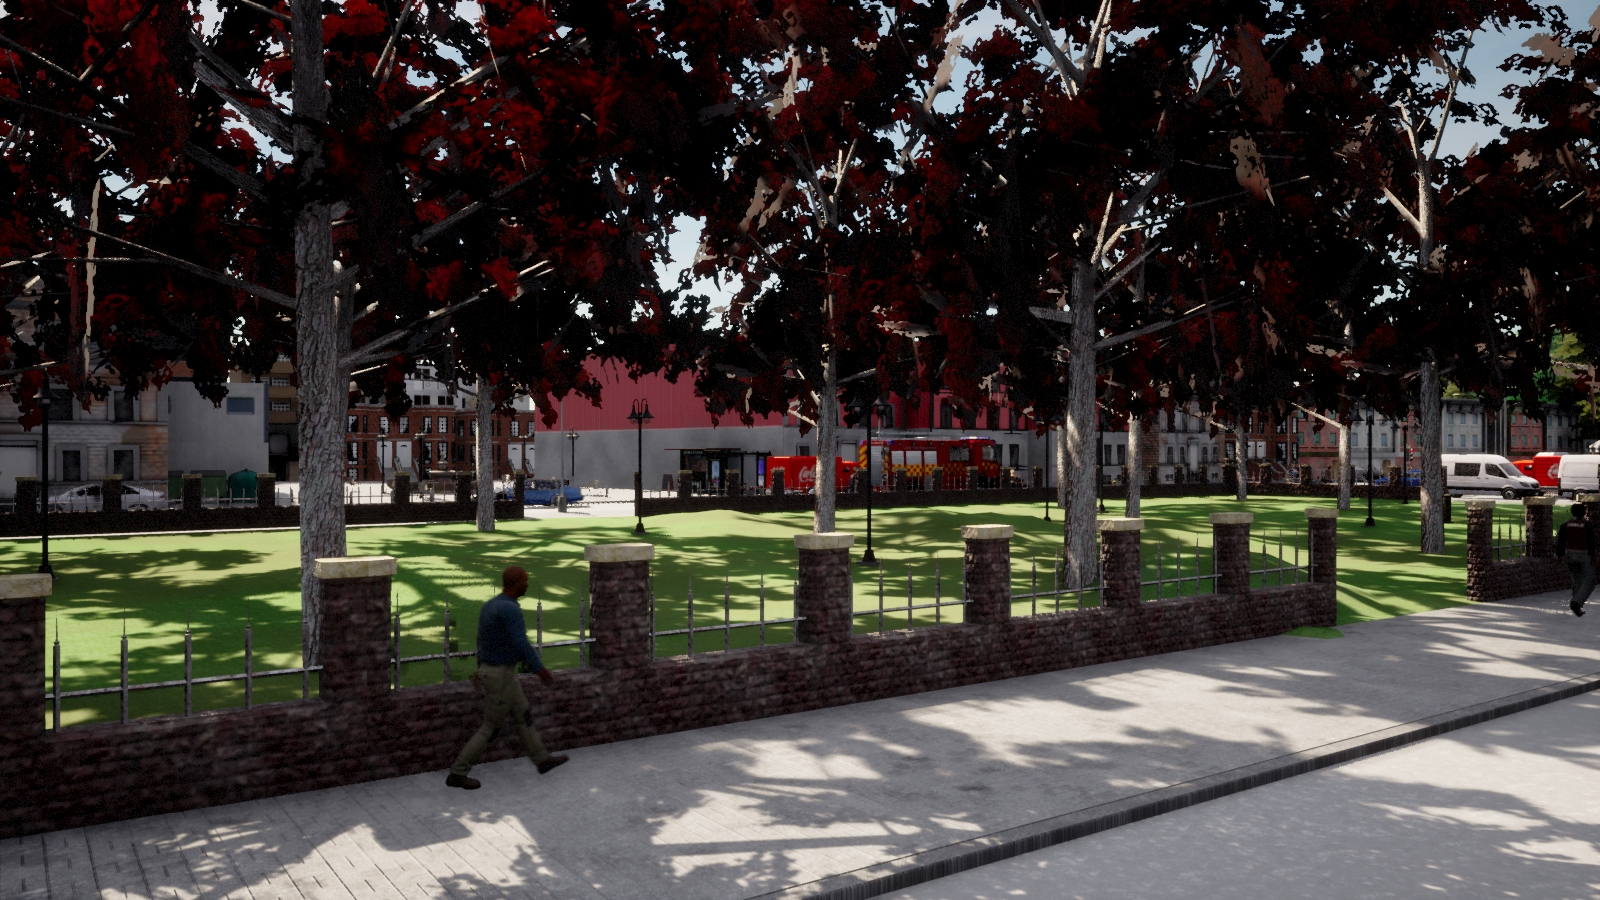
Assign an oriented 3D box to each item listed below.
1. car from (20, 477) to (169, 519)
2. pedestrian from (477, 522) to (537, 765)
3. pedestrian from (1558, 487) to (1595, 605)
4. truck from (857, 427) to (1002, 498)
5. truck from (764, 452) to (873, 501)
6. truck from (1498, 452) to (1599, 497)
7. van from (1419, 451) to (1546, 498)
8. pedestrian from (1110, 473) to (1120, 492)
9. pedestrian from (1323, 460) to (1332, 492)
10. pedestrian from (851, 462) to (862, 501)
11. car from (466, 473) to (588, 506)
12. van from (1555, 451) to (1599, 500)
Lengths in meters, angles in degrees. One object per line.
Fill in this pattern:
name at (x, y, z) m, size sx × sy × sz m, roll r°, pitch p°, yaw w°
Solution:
car at (-27.806, 1.841, 45.090) m, size 4.892 × 1.480 × 2.231 m, roll 0°, pitch 0°, yaw -36°
pedestrian at (-2.352, 1.525, 9.163) m, size 0.375 × 1.860 × 0.375 m, roll 0°, pitch 0°, yaw -29°
pedestrian at (12.448, 1.525, 18.317) m, size 0.375 × 1.860 × 0.375 m, roll 0°, pitch 0°, yaw -34°
truck at (7.473, 0.671, 65.186) m, size 8.468 × 3.827 × 2.891 m, roll 0°, pitch 0°, yaw -35°
truck at (0.982, 1.348, 60.339) m, size 5.204 × 2.467 × 2.627 m, roll 0°, pitch 0°, yaw -35°
truck at (43.313, 1.346, 65.355) m, size 2.627 × 2.467 × 5.204 m, roll 0°, pitch 0°, yaw -35°
van at (38.735, 1.314, 65.046) m, size 1.988 × 2.561 × 5.915 m, roll 0°, pitch 0°, yaw -34°
pedestrian at (18.518, 1.906, 67.172) m, size 0.500 × 1.100 × 0.500 m, roll 0°, pitch 0°, yaw 25°
pedestrian at (30.860, 1.523, 66.849) m, size 0.375 × 1.860 × 0.375 m, roll 0°, pitch 0°, yaw -33°
pedestrian at (2.737, 1.524, 55.697) m, size 0.375 × 1.860 × 0.375 m, roll 0°, pitch 0°, yaw -35°
car at (-13.192, 1.886, 55.311) m, size 5.357 × 1.411 × 2.033 m, roll 0°, pitch 0°, yaw -35°
van at (42.801, 1.314, 59.145) m, size 1.988 × 2.561 × 5.915 m, roll 0°, pitch 0°, yaw -34°
